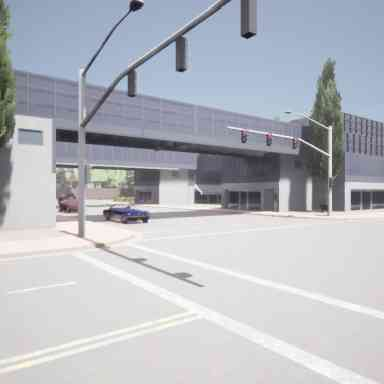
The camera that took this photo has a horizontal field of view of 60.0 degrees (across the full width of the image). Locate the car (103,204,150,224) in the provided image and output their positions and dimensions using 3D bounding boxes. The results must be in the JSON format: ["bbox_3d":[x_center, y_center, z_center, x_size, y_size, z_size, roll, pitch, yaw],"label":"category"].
[{"bbox_3d":[-4.993,1.601,25.019,1.895,1.301,4.718,0,0,-36],"label":"car"}]

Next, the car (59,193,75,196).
[{"bbox_3d":[-23.774,1.221,63.014,2.150,2.045,5.566,0,0,-36],"label":"car"}]

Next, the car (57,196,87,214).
[{"bbox_3d":[-12.956,1.478,35.955,1.882,1.535,5.008,0,0,-36],"label":"car"}]
